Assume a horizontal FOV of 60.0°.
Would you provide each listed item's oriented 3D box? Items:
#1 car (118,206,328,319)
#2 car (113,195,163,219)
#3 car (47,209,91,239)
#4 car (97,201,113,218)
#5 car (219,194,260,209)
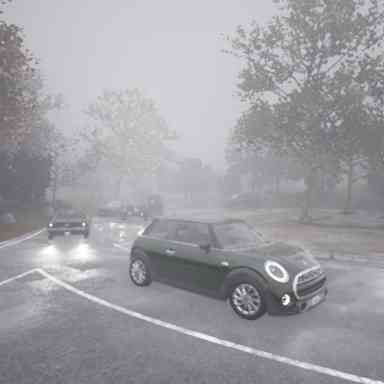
[{"bbox_3d":[0.606,1.367,7.576,4.553,1.767,2.097,0,0,42],"label":"car"},{"bbox_3d":[-4.055,1.254,27.617,2.150,2.045,5.566,0,0,13],"label":"car"},{"bbox_3d":[-6.343,1.606,17.510,1.895,1.301,4.718,0,0,-15],"label":"car"},{"bbox_3d":[-6.535,1.505,29.887,1.882,1.535,5.008,0,0,19],"label":"car"},{"bbox_3d":[6.318,1.255,44.051,5.566,2.045,2.150,0,0,-18],"label":"car"}]
